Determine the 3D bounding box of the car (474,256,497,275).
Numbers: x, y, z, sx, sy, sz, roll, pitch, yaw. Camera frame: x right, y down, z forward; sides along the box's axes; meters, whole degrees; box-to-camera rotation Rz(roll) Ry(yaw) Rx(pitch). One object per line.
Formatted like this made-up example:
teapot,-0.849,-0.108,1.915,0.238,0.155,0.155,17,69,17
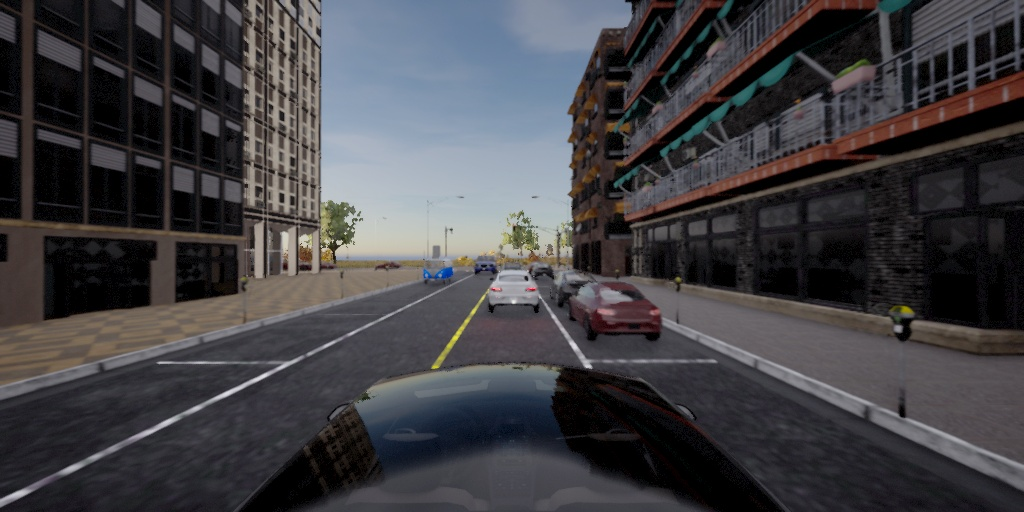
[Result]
car,-2.815,0.959,39.054,2.150,2.045,5.566,0,0,0

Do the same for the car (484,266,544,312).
car,0.072,1.271,14.145,1.812,1.442,4.674,0,0,0

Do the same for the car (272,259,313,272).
car,-31.436,1.392,52.256,5.009,1.841,2.192,0,0,-1

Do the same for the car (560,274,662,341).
car,2.564,1.329,9.613,1.802,1.307,4.207,0,0,0

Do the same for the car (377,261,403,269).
car,-20.584,1.550,60.458,4.207,1.307,1.802,0,0,-1

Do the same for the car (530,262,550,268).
car,2.660,1.288,31.718,2.007,1.370,4.403,0,0,0

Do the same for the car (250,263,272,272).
car,-36.983,1.710,52.252,4.313,1.339,1.948,0,0,-1

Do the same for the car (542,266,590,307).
car,2.564,1.295,15.140,2.007,1.370,4.403,0,0,0

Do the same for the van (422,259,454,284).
van,-5.348,1.081,26.243,1.690,1.789,3.998,0,0,0

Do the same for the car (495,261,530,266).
car,0.067,1.231,28.334,2.128,1.511,4.902,0,0,0
